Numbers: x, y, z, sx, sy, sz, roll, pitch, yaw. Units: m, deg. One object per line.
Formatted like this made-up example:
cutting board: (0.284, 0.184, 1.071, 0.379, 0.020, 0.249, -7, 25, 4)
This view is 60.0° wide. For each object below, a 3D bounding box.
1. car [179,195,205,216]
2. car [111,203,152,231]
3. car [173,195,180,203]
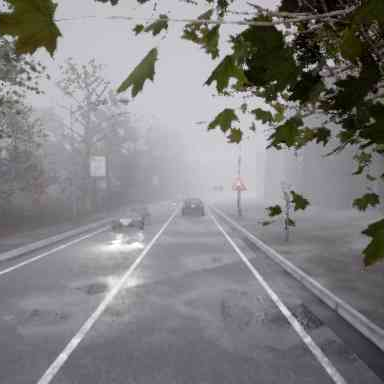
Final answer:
car: (0.106, 1.293, 32.199, 2.097, 1.767, 4.553, 0, 0, 0)
car: (-3.594, 1.454, 20.413, 2.128, 1.511, 4.902, 0, 0, 0)
car: (-2.259, 1.325, 62.468, 2.033, 1.411, 5.357, 1, 1, 9)
